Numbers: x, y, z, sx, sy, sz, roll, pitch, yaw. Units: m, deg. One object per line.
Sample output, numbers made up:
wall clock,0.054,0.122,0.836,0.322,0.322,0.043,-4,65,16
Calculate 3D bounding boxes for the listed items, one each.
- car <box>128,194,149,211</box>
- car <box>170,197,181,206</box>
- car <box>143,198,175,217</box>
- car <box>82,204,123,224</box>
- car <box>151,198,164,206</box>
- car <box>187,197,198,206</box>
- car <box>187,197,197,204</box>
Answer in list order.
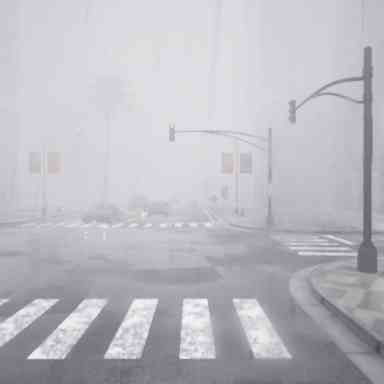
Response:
car,-6.548,1.322,41.606,2.150,2.045,5.566,0,0,0
car,-3.177,1.597,60.239,2.097,1.767,4.553,0,-1,0
car,-3.114,1.603,32.213,2.033,1.411,5.357,0,0,0
car,-6.571,1.579,25.009,2.033,1.411,5.357,0,0,0
car,-6.456,1.868,62.421,1.895,1.301,4.718,0,-1,1
car,0.120,1.844,59.917,1.895,1.301,4.718,0,-1,1
car,0.081,1.768,69.922,2.033,1.411,5.357,0,-1,0
